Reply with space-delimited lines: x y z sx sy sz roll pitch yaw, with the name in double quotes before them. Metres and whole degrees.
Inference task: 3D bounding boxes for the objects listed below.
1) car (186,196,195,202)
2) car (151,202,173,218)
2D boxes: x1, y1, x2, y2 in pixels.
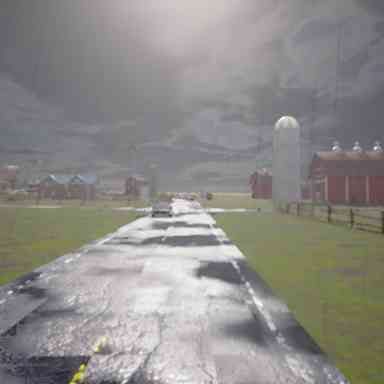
"car" -0.101 1.939 91.098 1.837 1.490 4.892 0 0 -2
"car" -2.827 1.705 32.779 2.033 1.411 5.357 0 0 1
